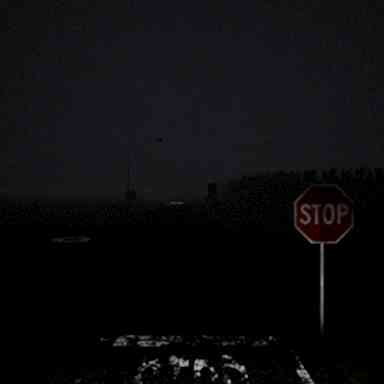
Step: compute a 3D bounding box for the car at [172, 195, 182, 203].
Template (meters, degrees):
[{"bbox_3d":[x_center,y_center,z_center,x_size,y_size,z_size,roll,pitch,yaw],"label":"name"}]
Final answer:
[{"bbox_3d":[-2.898,1.337,66.170,2.033,1.411,5.357,0,0,0],"label":"car"}]
